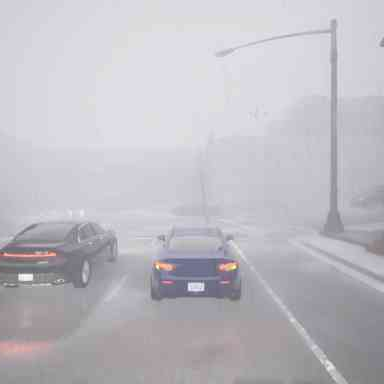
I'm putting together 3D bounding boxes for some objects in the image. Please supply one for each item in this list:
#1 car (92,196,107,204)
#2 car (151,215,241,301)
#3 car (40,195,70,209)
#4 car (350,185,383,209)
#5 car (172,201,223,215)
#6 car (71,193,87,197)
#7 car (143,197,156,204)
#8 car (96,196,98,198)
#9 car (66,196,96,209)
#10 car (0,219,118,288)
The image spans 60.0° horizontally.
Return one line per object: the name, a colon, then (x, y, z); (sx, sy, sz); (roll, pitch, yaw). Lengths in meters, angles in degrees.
car: (-18.627, 1.501, 66.977); (1.837, 1.490, 4.892); (0, 0, -1)
car: (0.091, 1.526, 8.230); (1.812, 1.442, 4.674); (0, 0, 0)
car: (-18.188, 1.352, 43.941); (2.097, 1.767, 4.553); (0, 0, -1)
car: (15.901, 0.268, 28.408); (4.553, 1.767, 2.097); (-9, 0, 0)
car: (0.448, 1.533, 29.780); (4.674, 1.442, 1.812); (1, 1, 24)
car: (-18.412, 1.223, 53.845); (2.150, 2.045, 5.566); (0, 0, -1)
car: (-7.913, 1.564, 62.114); (1.994, 1.385, 4.181); (0, 0, -1)
car: (-14.909, 1.478, 53.701); (1.882, 1.535, 5.008); (0, 0, -1)
car: (-14.697, 1.601, 44.306); (1.895, 1.301, 4.718); (0, 0, -1)
car: (-3.399, 1.505, 9.243); (1.837, 1.490, 4.892); (0, 0, 0)
